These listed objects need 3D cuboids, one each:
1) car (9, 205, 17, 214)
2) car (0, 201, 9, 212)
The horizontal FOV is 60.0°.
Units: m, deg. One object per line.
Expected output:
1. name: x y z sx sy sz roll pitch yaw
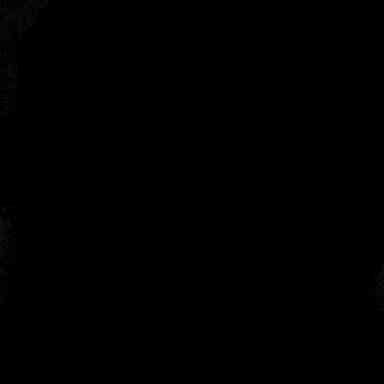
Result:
1. car: -16.225 1.525 33.541 1.802 1.307 4.206 0 -1 36
2. car: -19.368 1.181 29.152 2.192 1.841 5.009 0 -1 36
